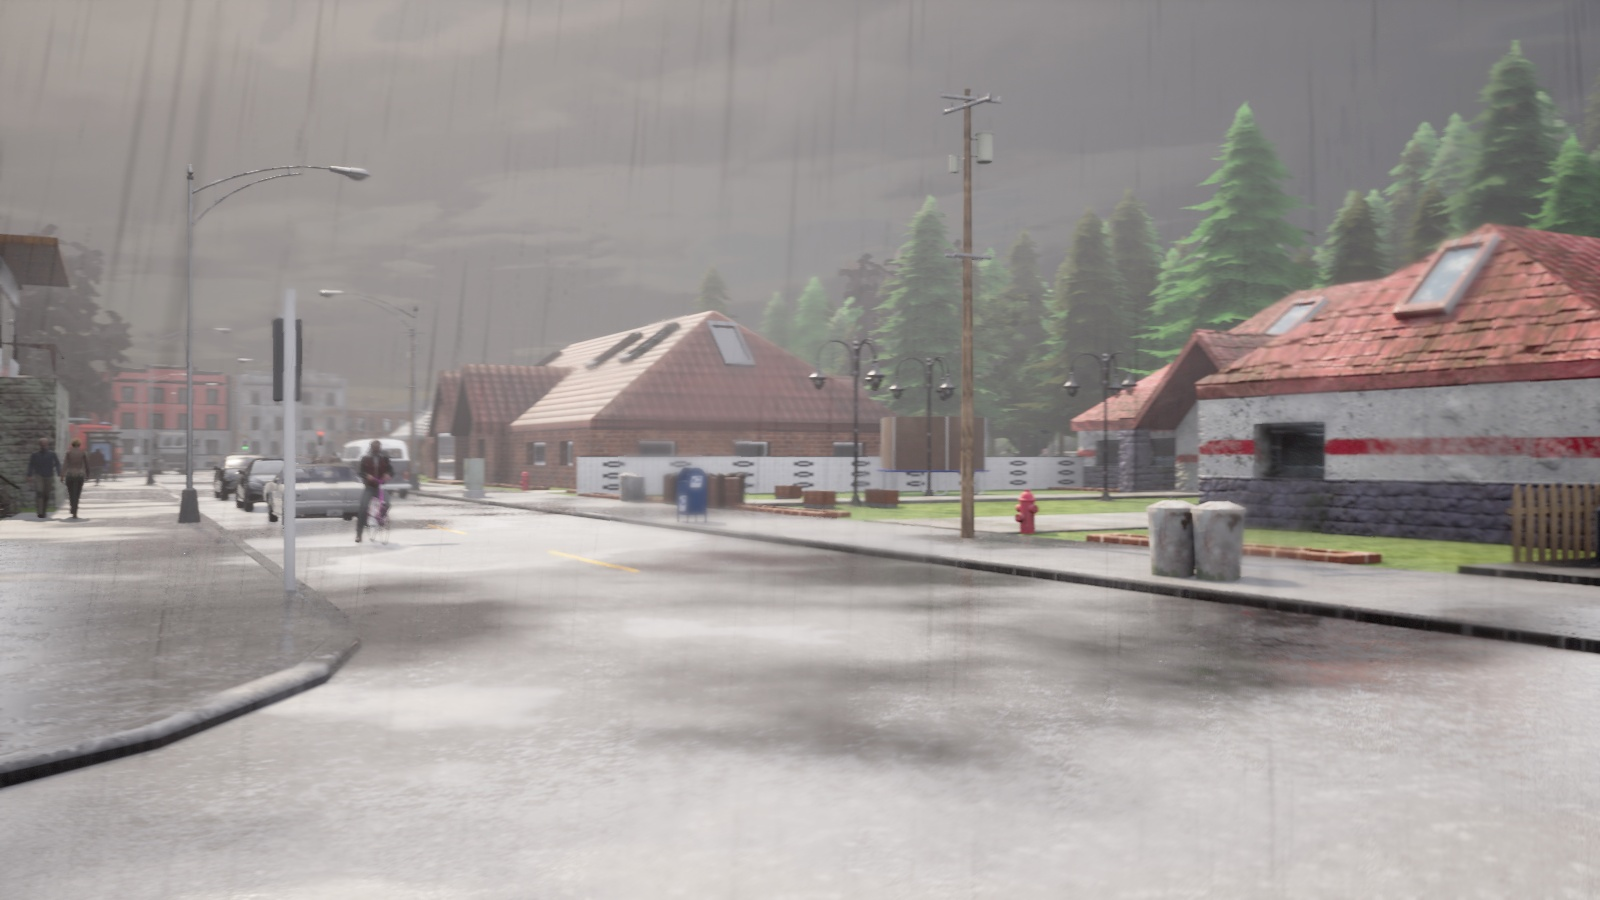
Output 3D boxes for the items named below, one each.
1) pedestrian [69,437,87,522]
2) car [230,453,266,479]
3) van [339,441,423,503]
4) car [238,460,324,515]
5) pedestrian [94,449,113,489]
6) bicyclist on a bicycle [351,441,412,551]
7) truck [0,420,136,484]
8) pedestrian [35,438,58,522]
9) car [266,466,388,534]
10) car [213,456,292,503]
[{"bbox_3d":[-15.910,0.651,27.691,0.331,1.846,0.634,0,0,-29],"label":"pedestrian"},{"bbox_3d":[-39.906,1.155,90.863,1.932,1.855,4.605,0,0,-18],"label":"car"},{"bbox_3d":[-14.710,0.738,43.949,2.069,2.038,4.480,0,0,-28],"label":"van"},{"bbox_3d":[-14.716,1.000,35.476,1.812,1.442,4.674,0,0,-28],"label":"car"},{"bbox_3d":[-32.056,0.859,57.789,0.634,1.844,0.899,0,0,-20],"label":"pedestrian"},{"bbox_3d":[-7.050,0.746,21.120,0.659,1.776,1.843,0,-1,-28],"label":"bicyclist on a bicycle"},{"bbox_3d":[-45.472,0.128,76.678,8.468,3.827,2.891,0,0,-22],"label":"truck"},{"bbox_3d":[-16.618,0.654,27.700,0.402,1.842,0.726,0,0,-30],"label":"pedestrian"},{"bbox_3d":[-10.406,1.019,27.418,1.895,1.301,4.718,0,0,-28],"label":"car"},{"bbox_3d":[-19.089,0.987,43.657,2.128,1.511,4.902,0,0,-28],"label":"car"}]
